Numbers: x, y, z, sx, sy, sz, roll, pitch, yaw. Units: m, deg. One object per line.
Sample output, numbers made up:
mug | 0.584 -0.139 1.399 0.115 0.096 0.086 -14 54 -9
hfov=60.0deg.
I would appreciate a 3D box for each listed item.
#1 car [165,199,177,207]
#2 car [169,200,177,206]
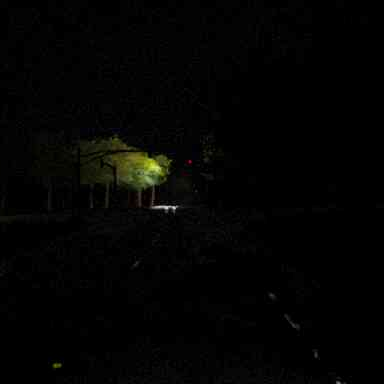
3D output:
car | -4.342 2.278 67.513 1.837 1.490 4.892 0 -1 -1
car | -4.683 2.669 82.731 1.812 1.442 4.674 0 -2 -1
